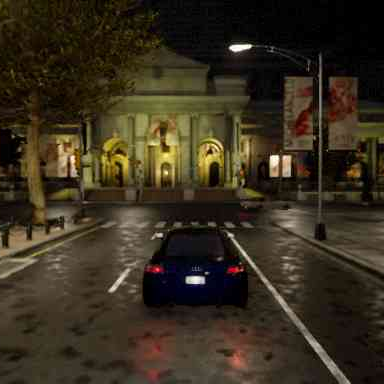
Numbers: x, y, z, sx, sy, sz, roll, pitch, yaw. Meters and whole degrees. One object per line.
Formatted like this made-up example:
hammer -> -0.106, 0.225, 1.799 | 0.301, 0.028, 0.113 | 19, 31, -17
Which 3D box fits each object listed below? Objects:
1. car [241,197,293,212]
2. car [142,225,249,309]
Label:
car -> 7.061, 1.156, 31.228 | 4.718, 1.301, 1.895 | 0, 1, -22
car -> 0.076, 1.453, 7.712 | 1.994, 1.385, 4.181 | 0, 1, 0
